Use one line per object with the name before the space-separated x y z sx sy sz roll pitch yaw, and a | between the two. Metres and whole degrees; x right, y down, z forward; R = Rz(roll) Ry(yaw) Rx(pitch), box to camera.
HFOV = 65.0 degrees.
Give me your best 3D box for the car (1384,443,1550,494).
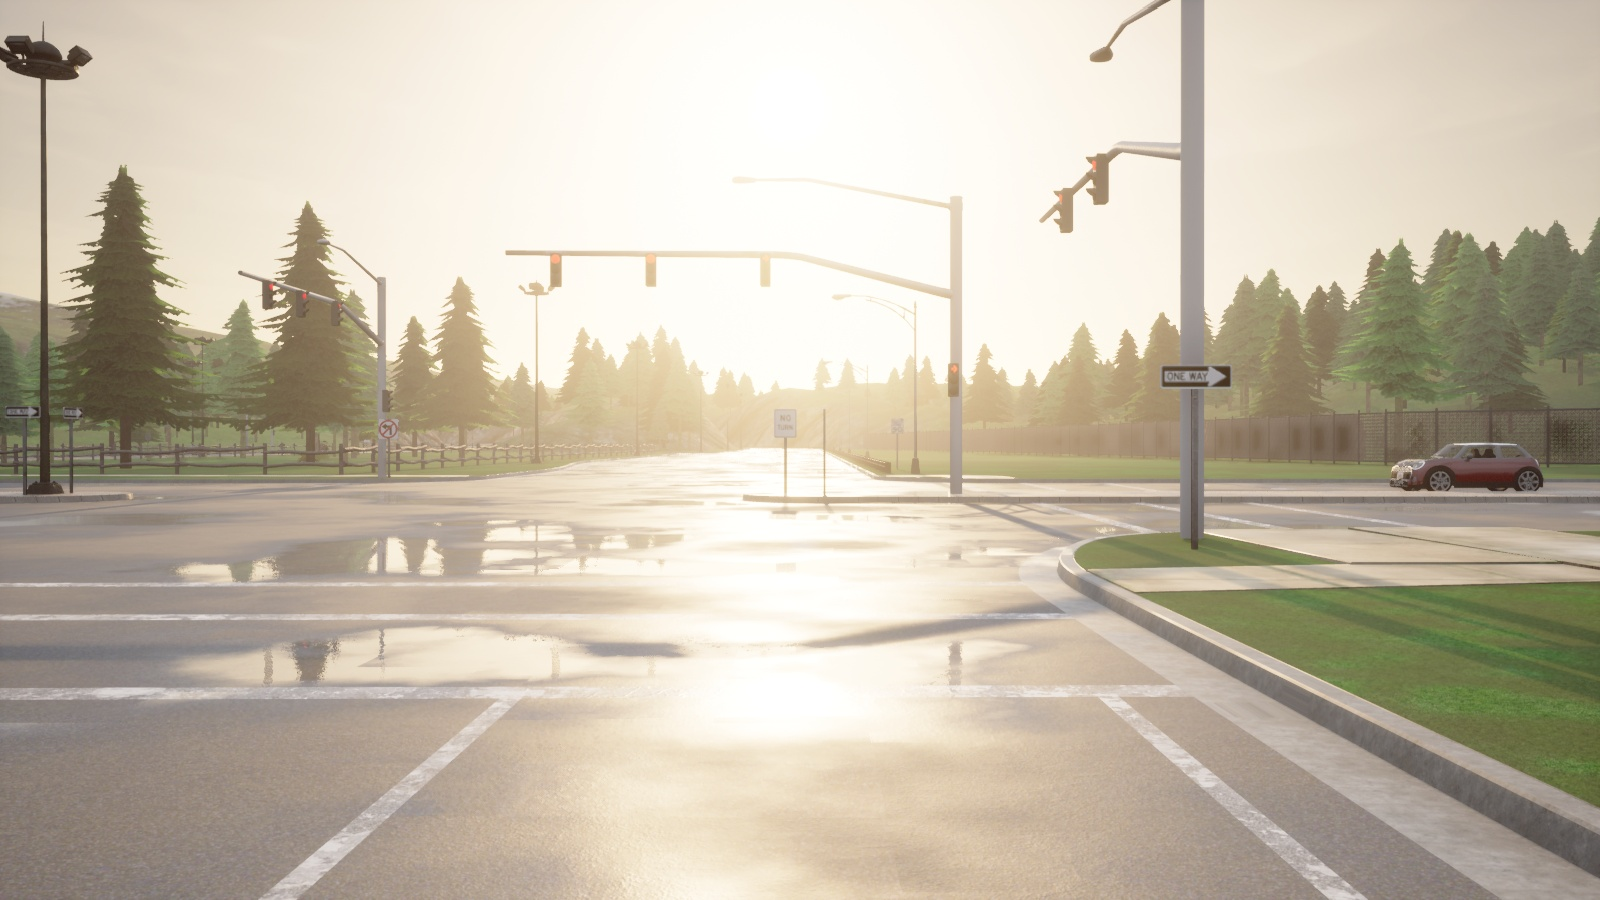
car | 19.433 0.520 36.738 3.806 1.475 1.970 0 0 1
